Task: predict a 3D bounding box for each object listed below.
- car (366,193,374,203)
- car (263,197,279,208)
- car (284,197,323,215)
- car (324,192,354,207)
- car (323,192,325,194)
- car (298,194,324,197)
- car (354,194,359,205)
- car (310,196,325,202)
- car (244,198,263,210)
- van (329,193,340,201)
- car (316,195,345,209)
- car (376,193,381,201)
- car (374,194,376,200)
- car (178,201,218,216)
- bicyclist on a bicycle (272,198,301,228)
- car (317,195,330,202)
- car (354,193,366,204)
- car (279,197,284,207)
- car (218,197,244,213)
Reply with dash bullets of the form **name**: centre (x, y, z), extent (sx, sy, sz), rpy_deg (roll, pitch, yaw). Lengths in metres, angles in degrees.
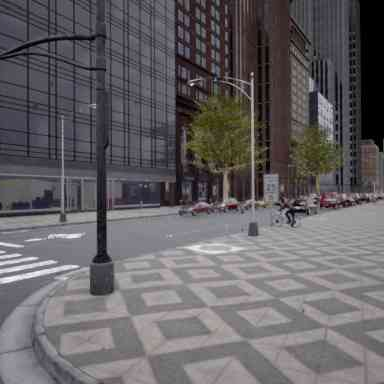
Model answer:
- **car**: centre (32.982, 1.099, 64.087), extent (2.192, 1.841, 5.009), rpy_deg (0, 0, 35)
- **car**: centre (9.895, 1.425, 45.545), extent (1.752, 1.417, 4.829), rpy_deg (0, 0, 35)
- **car**: centre (10.625, 1.424, 31.557), extent (1.947, 1.339, 4.313), rpy_deg (0, 0, 35)
- **car**: centre (20.206, 1.136, 45.500), extent (2.192, 1.841, 5.009), rpy_deg (0, 0, 35)
- **car**: centre (22.124, 1.051, 52.827), extent (2.150, 2.045, 5.566), rpy_deg (-1, 0, 35)
- **car**: centre (14.569, 1.345, 41.830), extent (2.128, 1.511, 4.902), rpy_deg (-1, 0, 34)
- **car**: centre (23.401, 1.377, 50.145), extent (1.947, 1.339, 4.313), rpy_deg (0, 0, 35)
- **car**: centre (25.964, 1.417, 68.924), extent (1.947, 1.339, 4.313), rpy_deg (0, 0, 35)
- **car**: centre (6.797, 1.494, 41.038), extent (1.802, 1.307, 4.206), rpy_deg (0, 0, 35)
- **van**: centre (35.544, 1.185, 82.867), extent (1.690, 1.788, 3.998), rpy_deg (-1, 0, 35)
- **car**: centre (17.013, 1.377, 40.852), extent (1.887, 1.381, 4.507), rpy_deg (0, 0, 35)
- **car**: centre (42.565, 1.358, 78.027), extent (1.802, 1.307, 4.206), rpy_deg (-1, 0, 35)
- **car**: centre (36.273, 1.302, 68.873), extent (1.752, 1.417, 4.829), rpy_deg (-1, 0, 35)
- **car**: centre (0.408, 1.524, 31.743), extent (1.802, 1.307, 4.206), rpy_deg (0, 0, 35)
- **bicyclist on a bicycle**: centre (5.202, 1.177, 18.439), extent (1.656, 1.620, 0.582), rpy_deg (-1, 0, 35)
- **car**: centre (29.158, 1.426, 73.570), extent (1.802, 1.307, 4.206), rpy_deg (0, 0, 35)
- **car**: centre (26.594, 1.117, 54.793), extent (2.192, 1.841, 5.009), rpy_deg (0, 0, 35)
- **car**: centre (13.186, 1.455, 50.334), extent (1.947, 1.339, 4.313), rpy_deg (0, 0, 35)
- **car**: centre (3.601, 1.366, 36.390), extent (1.967, 1.590, 4.097), rpy_deg (0, 0, 35)
